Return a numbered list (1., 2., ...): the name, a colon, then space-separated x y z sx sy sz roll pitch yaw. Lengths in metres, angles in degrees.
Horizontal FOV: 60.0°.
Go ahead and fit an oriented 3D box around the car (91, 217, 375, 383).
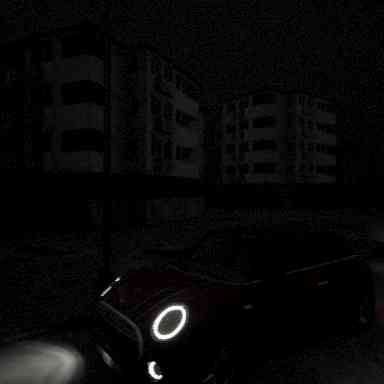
1. car: 0.838 1.348 5.197 4.553 1.767 2.097 0 0 -35
